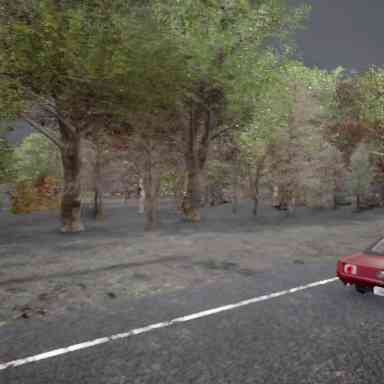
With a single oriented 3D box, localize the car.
[{"bbox_3d":[5.448,1.625,7.635,4.718,1.301,1.895,0,0,-35],"label":"car"}]
